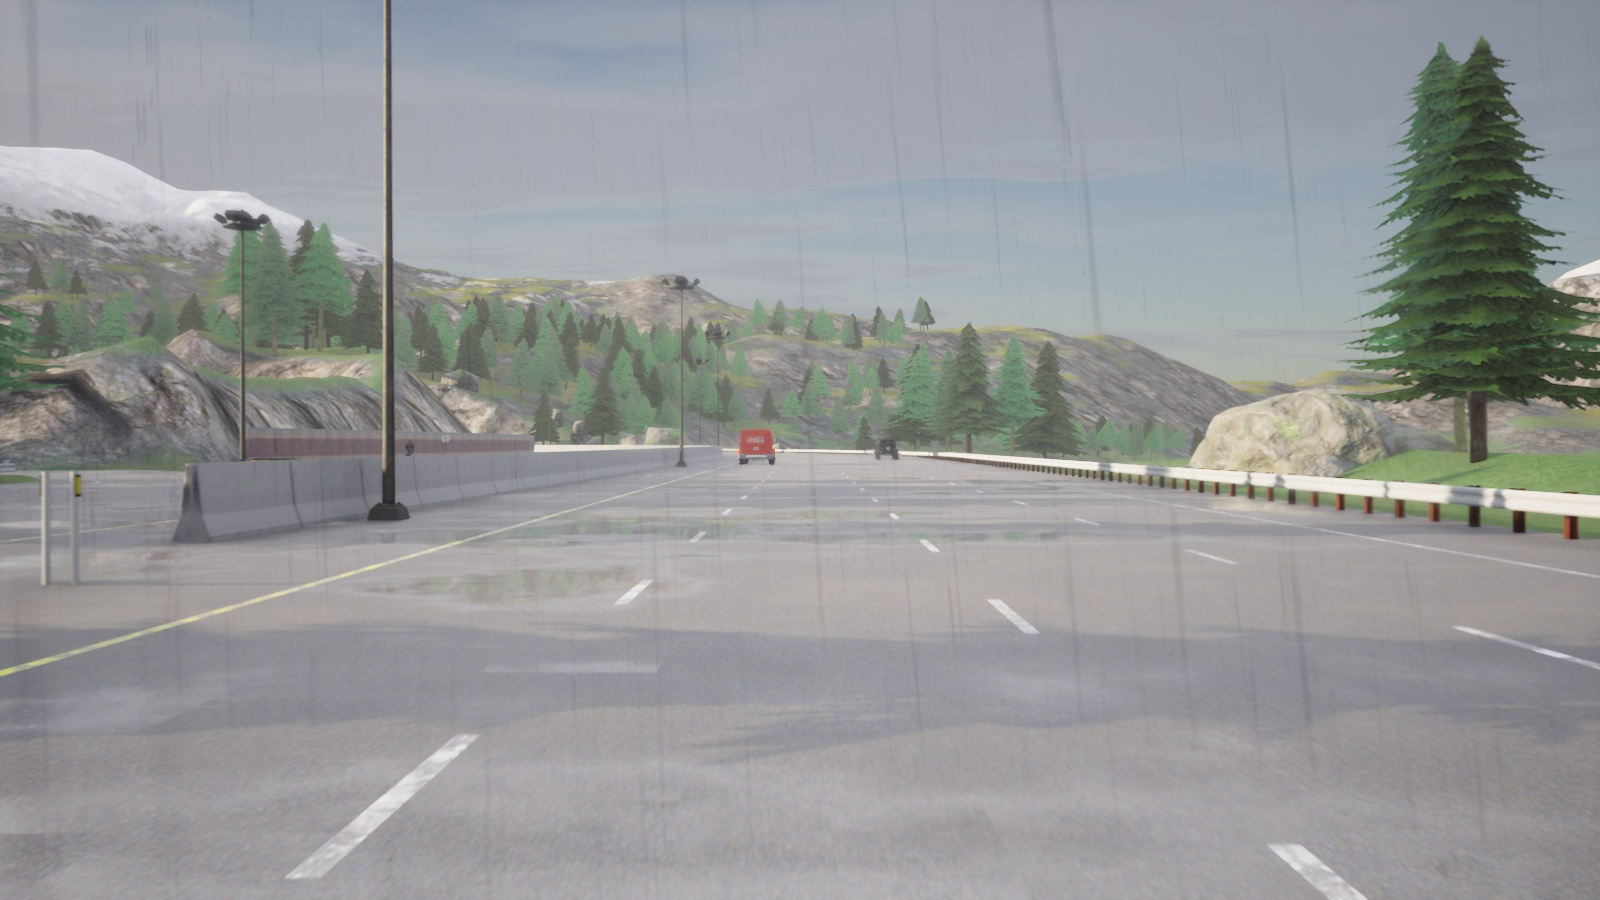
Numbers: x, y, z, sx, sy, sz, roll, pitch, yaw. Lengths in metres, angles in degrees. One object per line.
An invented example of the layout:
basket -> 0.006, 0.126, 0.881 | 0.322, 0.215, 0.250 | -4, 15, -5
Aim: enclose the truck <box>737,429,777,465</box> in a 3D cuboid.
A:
truck -> -2.974, -0.238, 88.623 | 2.627, 2.467, 5.204 | 0, 1, 0
